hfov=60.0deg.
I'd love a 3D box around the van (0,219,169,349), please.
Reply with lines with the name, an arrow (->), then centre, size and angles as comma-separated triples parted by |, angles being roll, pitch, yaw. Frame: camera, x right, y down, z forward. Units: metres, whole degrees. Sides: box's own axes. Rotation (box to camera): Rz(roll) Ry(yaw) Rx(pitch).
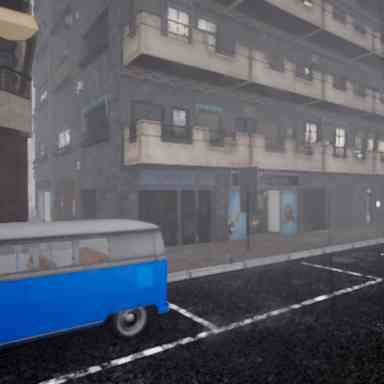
van -> -2.279, 1.342, 4.944 | 3.998, 1.788, 1.690 | 0, 0, -35
